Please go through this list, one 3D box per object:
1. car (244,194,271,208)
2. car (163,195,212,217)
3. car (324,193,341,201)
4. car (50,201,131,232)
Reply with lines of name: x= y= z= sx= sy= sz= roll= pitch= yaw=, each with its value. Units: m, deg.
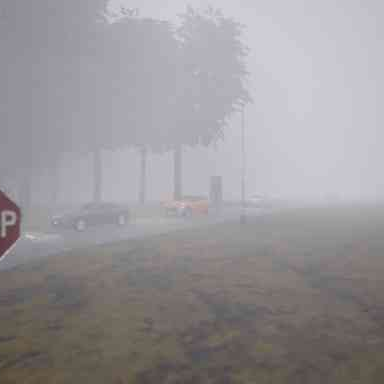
car: x=7.524 y=0.970 z=37.868 sx=1.812 sy=1.442 sz=4.674 roll=0 pitch=1 yaw=36
car: x=-0.292 y=1.017 z=26.936 sx=2.097 sy=1.767 sz=4.553 roll=0 pitch=1 yaw=35
car: x=23.222 y=0.768 z=54.816 sx=1.895 sy=1.301 sz=4.718 roll=0 pitch=1 yaw=35
car: x=-5.732 y=1.336 z=19.318 sx=1.837 sy=1.490 sz=4.892 roll=0 pitch=1 yaw=36
